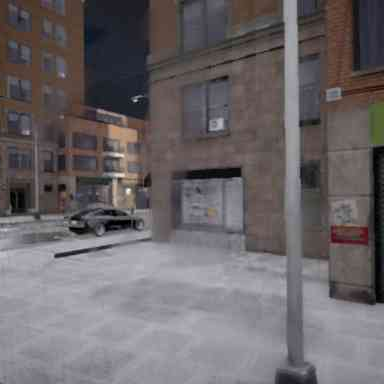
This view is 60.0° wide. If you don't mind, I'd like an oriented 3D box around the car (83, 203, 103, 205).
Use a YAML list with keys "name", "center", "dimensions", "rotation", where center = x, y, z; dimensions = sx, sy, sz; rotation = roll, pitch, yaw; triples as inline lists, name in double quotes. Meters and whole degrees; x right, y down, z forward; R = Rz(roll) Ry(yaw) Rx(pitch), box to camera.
- name: "car"
  center: [-8.229, 1.564, 26.954]
  dimensions: [2.008, 1.369, 4.403]
  rotation: [0, 0, 36]

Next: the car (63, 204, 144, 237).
- name: "car"
  center: [-4.434, 1.496, 17.603]
  dimensions: [1.947, 1.339, 4.313]
  rotation: [-1, 0, 36]
